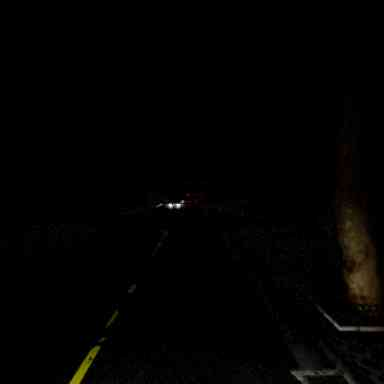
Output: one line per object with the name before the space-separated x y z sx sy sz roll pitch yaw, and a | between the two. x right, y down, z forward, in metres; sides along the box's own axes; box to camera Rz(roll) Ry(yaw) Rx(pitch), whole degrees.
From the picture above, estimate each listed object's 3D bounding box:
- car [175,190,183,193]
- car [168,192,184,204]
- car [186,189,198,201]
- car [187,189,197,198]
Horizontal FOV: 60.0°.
car | -2.755 0.665 69.673 2.150 2.045 5.566 0 1 0
car | -2.812 1.210 54.564 1.994 1.385 4.181 0 1 0
car | -0.005 0.699 67.693 2.150 2.045 5.566 0 1 0
car | -0.005 0.383 78.110 2.150 2.045 5.566 0 1 0
